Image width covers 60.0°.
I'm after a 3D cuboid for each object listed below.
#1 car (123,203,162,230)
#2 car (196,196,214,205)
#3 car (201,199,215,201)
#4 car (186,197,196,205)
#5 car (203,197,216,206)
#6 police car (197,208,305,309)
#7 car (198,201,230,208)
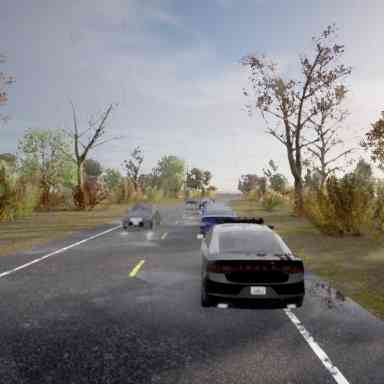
[{"bbox_3d":[-3.090,1.501,21.338,2.128,1.511,4.902,0,0,2],"label":"car"},{"bbox_3d":[2.041,1.602,46.574,1.812,1.442,4.674,0,0,6],"label":"car"},{"bbox_3d":[1.644,1.491,23.892,1.882,1.535,5.008,0,0,3],"label":"car"},{"bbox_3d":[-0.009,1.718,62.987,1.994,1.385,4.181,0,0,6],"label":"car"},{"bbox_3d":[3.202,1.633,60.356,2.128,1.511,4.902,0,0,6],"label":"car"},{"bbox_3d":[1.144,1.427,8.081,1.930,1.638,5.238,0,0,1],"label":"police car"},{"bbox_3d":[1.408,1.485,17.923,1.882,1.535,5.008,0,0,2],"label":"car"}]
